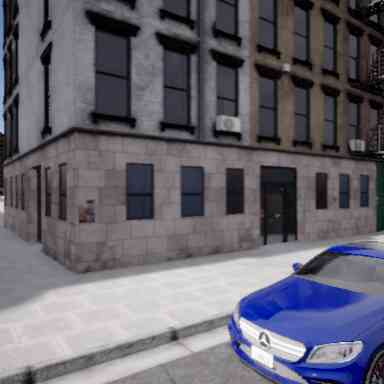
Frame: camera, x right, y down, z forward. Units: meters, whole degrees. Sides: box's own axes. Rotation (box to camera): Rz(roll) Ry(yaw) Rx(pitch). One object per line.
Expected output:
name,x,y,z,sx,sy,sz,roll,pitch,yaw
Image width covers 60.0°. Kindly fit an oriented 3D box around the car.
car,2.657,1.533,4.947,4.674,1.442,1.812,0,0,-35
